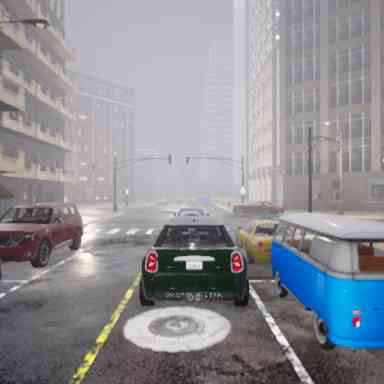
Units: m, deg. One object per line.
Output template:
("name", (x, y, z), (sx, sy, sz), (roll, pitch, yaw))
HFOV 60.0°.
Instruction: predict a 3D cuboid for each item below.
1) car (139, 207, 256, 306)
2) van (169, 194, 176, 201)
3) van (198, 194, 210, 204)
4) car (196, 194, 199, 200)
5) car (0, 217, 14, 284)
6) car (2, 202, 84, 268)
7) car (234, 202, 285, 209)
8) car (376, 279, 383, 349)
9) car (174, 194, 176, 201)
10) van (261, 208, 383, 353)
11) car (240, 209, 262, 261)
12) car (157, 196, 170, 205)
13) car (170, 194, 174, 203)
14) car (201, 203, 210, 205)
("car", (0.051, 1.355, 8.178), (2.097, 1.767, 4.553), (0, 0, 0))
("van", (-5.465, 1.536, 93.789), (1.690, 1.788, 3.998), (0, 0, 0))
("van", (2.471, 1.425, 60.489), (1.690, 1.788, 3.998), (0, 0, 0))
("car", (2.433, 1.699, 82.698), (1.887, 1.381, 4.507), (0, 0, 0))
("car", (-5.319, 1.442, 5.939), (1.967, 1.590, 4.097), (0, 0, 0))
("car", (-5.327, 1.320, 11.475), (2.192, 1.841, 5.009), (0, 0, 0))
("car", (6.230, 1.572, 31.527), (4.718, 1.301, 1.895), (-1, -1, 41))
("car", (2.569, 1.525, 0.593), (1.752, 1.417, 4.829), (0, 0, 0))
("car", (-5.438, 1.701, 77.133), (1.947, 1.339, 4.313), (0, 0, 0))
("van", (2.562, 1.343, 5.957), (1.690, 1.788, 3.998), (0, 0, 0))
("car", (2.551, 1.530, 11.664), (1.752, 1.417, 4.829), (0, 0, 0))
("car", (-5.410, 1.609, 60.306), (1.752, 1.417, 4.829), (0, 0, 0))
("car", (-5.428, 1.557, 71.581), (1.967, 1.590, 4.097), (0, 0, 0))
("car", (-0.028, 1.535, 17.221), (1.812, 1.442, 4.674), (0, 0, 0))
